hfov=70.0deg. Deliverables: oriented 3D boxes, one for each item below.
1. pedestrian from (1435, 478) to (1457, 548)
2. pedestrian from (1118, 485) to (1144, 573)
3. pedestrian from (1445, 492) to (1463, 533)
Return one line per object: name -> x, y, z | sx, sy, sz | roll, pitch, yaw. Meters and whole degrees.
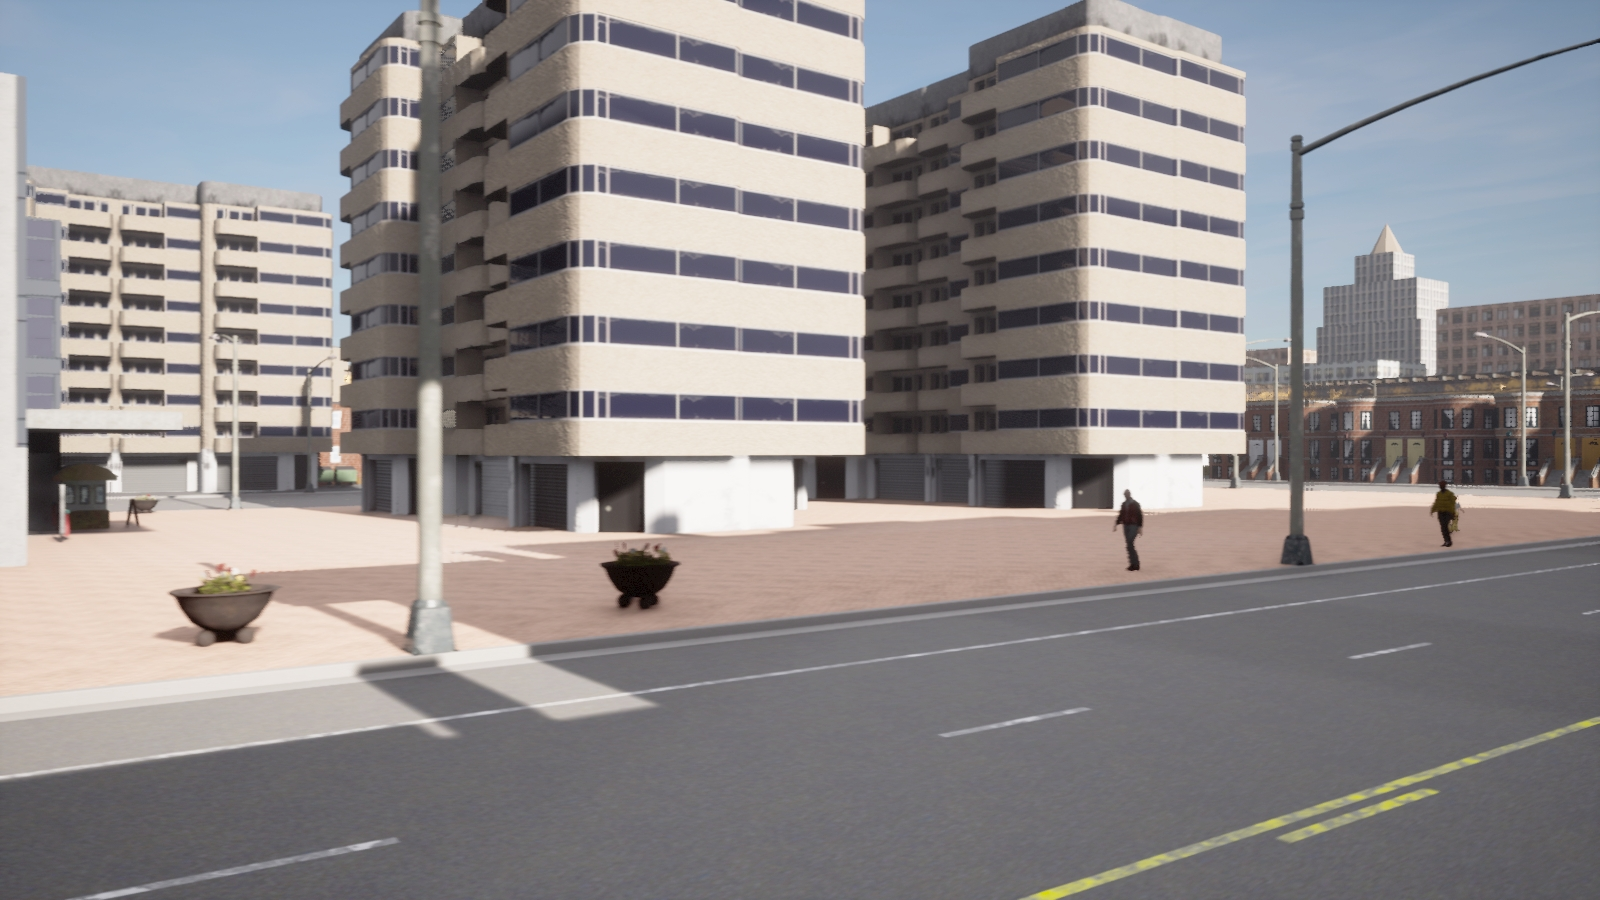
pedestrian -> 17.488, 1.695, 30.916 | 0.375, 1.860, 0.375 | 0, 0, -32
pedestrian -> 7.119, 1.697, 24.562 | 0.375, 1.860, 0.375 | 0, 0, -34
pedestrian -> 20.818, 1.988, 36.369 | 0.375, 1.300, 0.375 | 0, 0, -29
